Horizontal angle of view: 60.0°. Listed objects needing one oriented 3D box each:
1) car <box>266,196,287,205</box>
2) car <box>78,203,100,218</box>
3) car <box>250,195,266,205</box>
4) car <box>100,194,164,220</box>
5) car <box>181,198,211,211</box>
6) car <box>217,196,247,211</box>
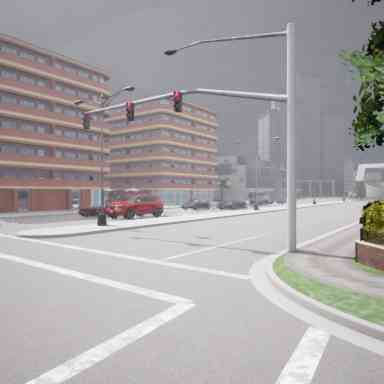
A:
[{"bbox_3d":[14.392,1.358,54.523,1.994,1.385,4.181,0,0,36],"label":"car"},{"bbox_3d":[-7.870,1.601,30.076,1.895,1.301,4.718,0,0,36],"label":"car"},{"bbox_3d":[11.581,1.359,56.609,2.097,1.767,4.553,0,0,36],"label":"car"},{"bbox_3d":[-4.740,1.223,28.428,2.150,2.045,5.566,0,0,36],"label":"car"},{"bbox_3d":[0.609,1.525,41.706,1.812,1.442,4.674,0,0,36],"label":"car"},{"bbox_3d":[5.057,1.351,41.863,2.097,1.767,4.553,0,0,36],"label":"car"}]
